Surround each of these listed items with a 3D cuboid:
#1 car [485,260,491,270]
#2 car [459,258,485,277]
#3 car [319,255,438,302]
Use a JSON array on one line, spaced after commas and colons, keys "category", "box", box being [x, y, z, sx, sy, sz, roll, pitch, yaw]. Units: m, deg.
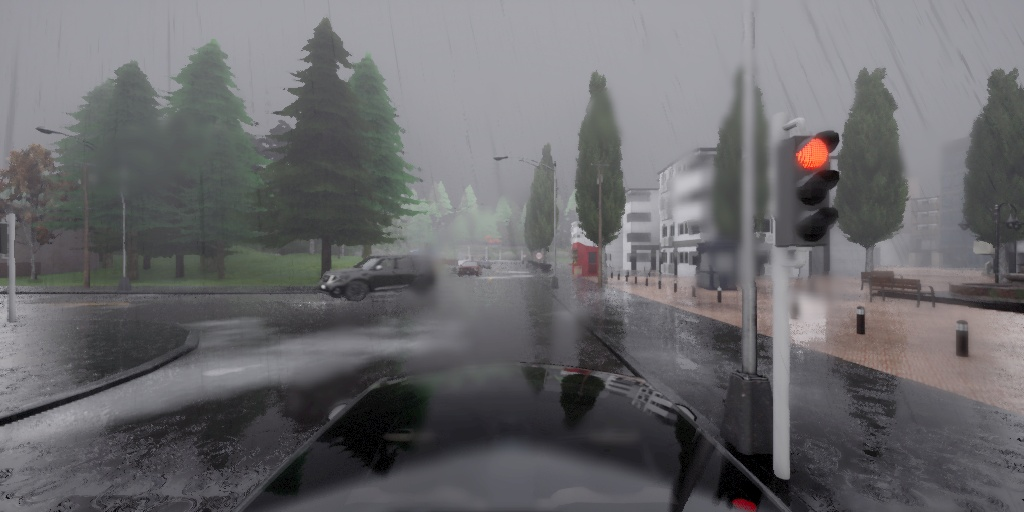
[{"category": "car", "box": [-4.045, 1.314, 51.534, 1.994, 1.385, 4.181, 0, 0, 0]}, {"category": "car", "box": [-4.082, 1.228, 35.771, 1.882, 1.535, 5.008, 0, 0, 0]}, {"category": "car", "box": [-6.232, 0.972, 17.476, 2.150, 2.045, 5.566, 2, 1, 42]}]
